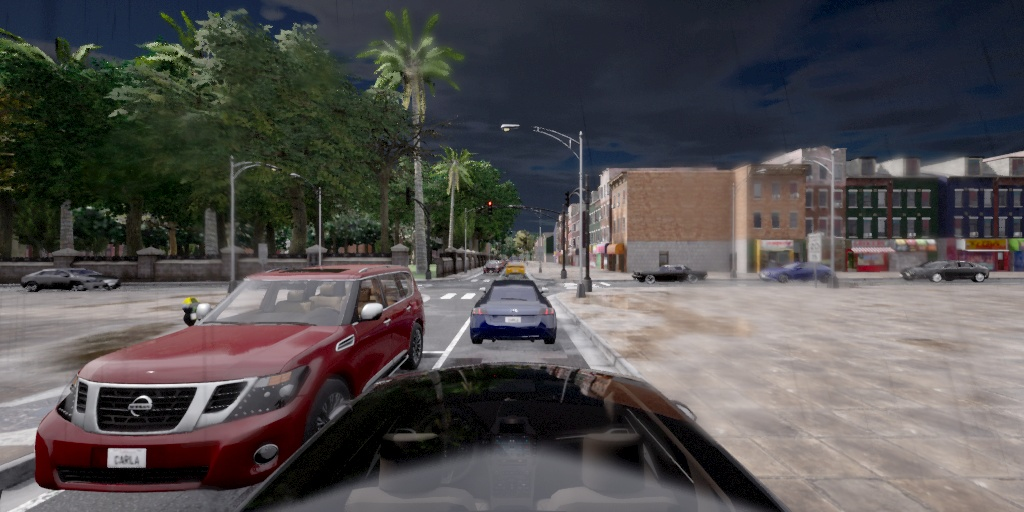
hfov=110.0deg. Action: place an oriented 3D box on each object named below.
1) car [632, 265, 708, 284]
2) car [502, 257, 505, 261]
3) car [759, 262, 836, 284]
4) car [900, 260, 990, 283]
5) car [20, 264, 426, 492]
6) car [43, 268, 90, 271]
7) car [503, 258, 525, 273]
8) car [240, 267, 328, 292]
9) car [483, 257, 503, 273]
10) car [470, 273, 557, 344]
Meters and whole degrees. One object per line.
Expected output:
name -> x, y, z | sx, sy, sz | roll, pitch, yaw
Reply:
car -> 10.982, 1.279, 25.271 | 4.718, 1.301, 1.895 | 0, 0, 1
car -> -2.365, 1.290, 48.803 | 1.967, 1.591, 4.097 | 0, 0, 0
car -> 20.030, 1.145, 25.218 | 4.674, 1.442, 1.812 | 0, 0, 0
car -> 30.271, 1.072, 25.167 | 4.892, 1.490, 1.837 | 0, 0, 0
car -> -2.622, 1.065, 4.970 | 2.192, 1.841, 5.009 | 0, 0, 0
car -> -27.544, 1.512, 22.492 | 4.902, 1.511, 2.128 | 0, 0, 1
car -> 0.353, 1.287, 37.904 | 1.882, 1.535, 5.008 | 0, 0, 0
car -> -14.143, 1.456, 22.427 | 4.181, 1.385, 1.994 | 0, 0, 0
car -> -2.399, 1.268, 43.115 | 1.967, 1.591, 4.097 | 0, 0, 0
car -> 0.042, 1.316, 9.585 | 1.994, 1.385, 4.181 | 0, 0, 0
